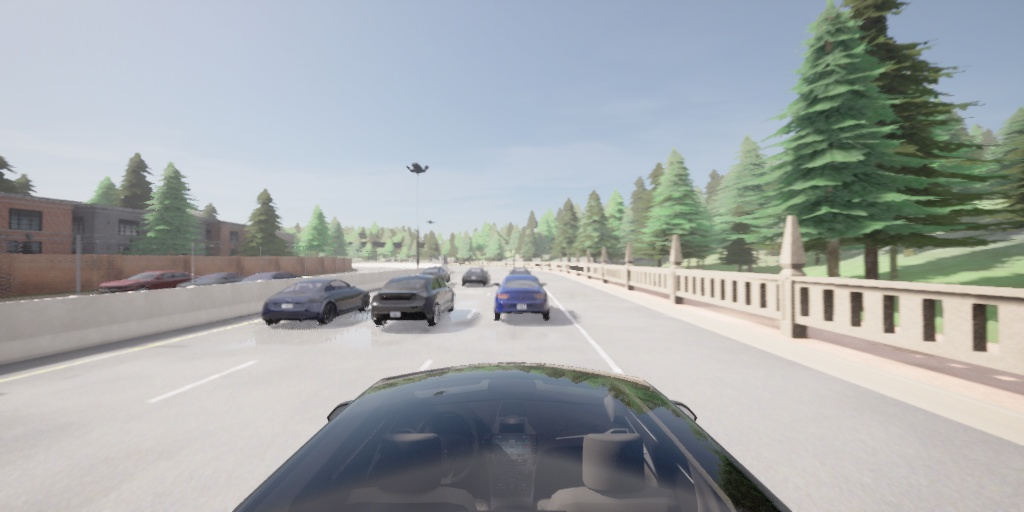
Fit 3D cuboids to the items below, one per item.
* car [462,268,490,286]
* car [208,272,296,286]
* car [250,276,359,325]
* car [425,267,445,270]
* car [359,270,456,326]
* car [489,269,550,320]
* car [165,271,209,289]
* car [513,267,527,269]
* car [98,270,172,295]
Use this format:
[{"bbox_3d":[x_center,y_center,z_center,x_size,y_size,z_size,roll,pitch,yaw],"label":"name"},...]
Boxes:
[{"bbox_3d":[-2.843,1.620,28.978,1.994,1.385,4.181,0,-1,1],"label":"car"},{"bbox_3d":[-13.715,1.603,20.261,2.033,1.411,5.357,0,-1,1],"label":"car"},{"bbox_3d":[-6.660,1.483,12.697,1.994,1.385,4.181,0,-1,1],"label":"car"},{"bbox_3d":[-6.346,1.617,29.586,1.812,1.442,4.674,0,-1,1],"label":"car"},{"bbox_3d":[-3.167,1.391,12.291,1.837,1.490,4.892,0,-1,1],"label":"car"},{"bbox_3d":[0.334,1.391,13.133,1.812,1.442,4.674,0,-1,1],"label":"car"},{"bbox_3d":[-17.197,1.656,21.039,1.994,1.385,4.181,0,-1,1],"label":"car"},{"bbox_3d":[0.662,1.594,29.204,1.994,1.385,4.181,0,-1,1],"label":"car"},{"bbox_3d":[-20.702,1.597,20.887,1.882,1.535,5.008,0,-1,1],"label":"car"}]
